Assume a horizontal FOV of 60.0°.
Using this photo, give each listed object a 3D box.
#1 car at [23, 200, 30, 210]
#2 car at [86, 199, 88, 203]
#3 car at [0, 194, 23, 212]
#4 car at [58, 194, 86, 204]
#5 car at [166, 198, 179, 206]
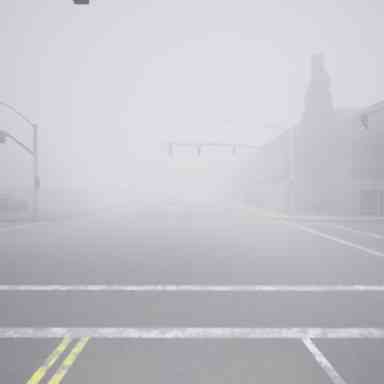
[{"bbox_3d":[-21.378,1.193,39.089,3.866,1.878,1.905,0,0,0],"label":"car"},{"bbox_3d":[-21.373,1.453,61.607,3.806,1.475,1.970,0,0,0],"label":"car"},{"bbox_3d":[-21.436,1.188,36.194,4.605,1.855,1.932,0,0,0],"label":"car"},{"bbox_3d":[-21.388,1.211,58.712,3.866,1.878,1.905,0,0,0],"label":"car"},{"bbox_3d":[-3.226,1.652,55.240,1.895,1.301,4.718,0,0,2],"label":"car"}]
